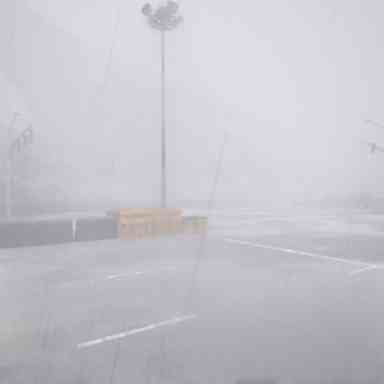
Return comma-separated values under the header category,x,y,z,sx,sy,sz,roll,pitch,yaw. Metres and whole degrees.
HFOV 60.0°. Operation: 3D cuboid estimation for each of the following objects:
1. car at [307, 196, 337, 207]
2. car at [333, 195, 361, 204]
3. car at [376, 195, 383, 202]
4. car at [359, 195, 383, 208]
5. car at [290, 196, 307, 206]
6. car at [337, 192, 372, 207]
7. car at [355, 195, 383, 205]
category,x,y,z,sx,sy,sz,roll,pitch,yaw
car,19.431,1.316,48.025,4.902,1.511,2.128,0,0,-36
car,26.882,1.263,57.621,4.902,1.511,2.128,0,0,-35
car,38.813,1.300,66.122,4.718,1.301,1.895,0,0,-36
car,23.805,1.424,42.550,4.718,1.301,1.895,0,0,-36
car,16.929,1.353,50.540,4.674,1.442,1.812,0,0,-35
car,23.069,1.037,46.326,5.566,2.045,2.150,0,0,-36
car,29.580,1.315,55.249,5.357,1.411,2.033,0,0,-35
